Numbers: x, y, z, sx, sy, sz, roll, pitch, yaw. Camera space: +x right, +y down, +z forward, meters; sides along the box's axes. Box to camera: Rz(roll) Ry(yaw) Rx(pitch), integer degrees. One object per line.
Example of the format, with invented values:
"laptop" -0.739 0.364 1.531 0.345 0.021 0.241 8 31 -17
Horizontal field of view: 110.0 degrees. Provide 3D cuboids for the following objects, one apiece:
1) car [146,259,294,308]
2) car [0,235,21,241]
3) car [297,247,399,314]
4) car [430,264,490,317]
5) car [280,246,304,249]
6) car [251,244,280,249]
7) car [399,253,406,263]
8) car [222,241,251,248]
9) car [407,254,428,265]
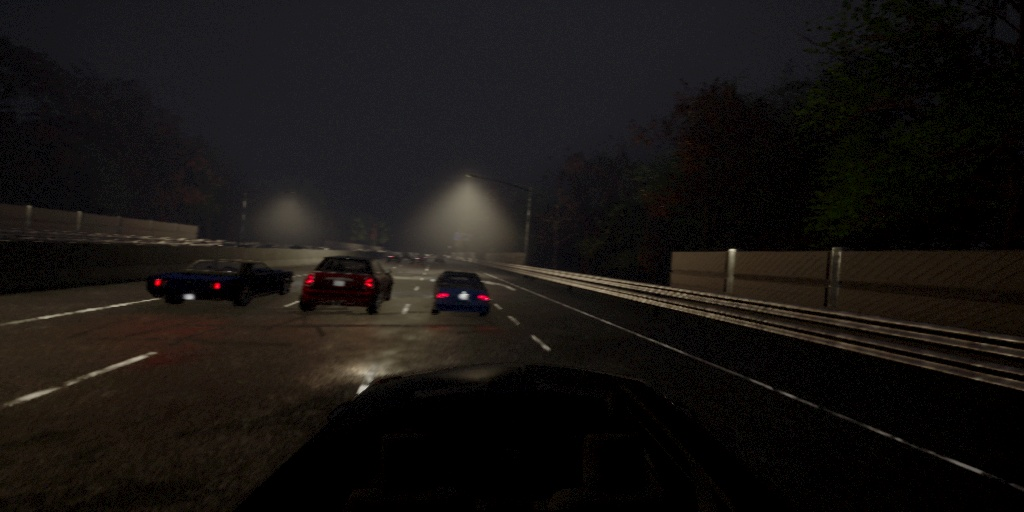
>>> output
"car" -8.751 0.747 11.402 1.895 1.301 4.718 5 -1 -12
"car" -19.848 -0.171 12.808 2.033 1.411 5.357 5 -1 -12
"car" -5.337 0.775 12.226 2.097 1.767 4.553 5 -1 -12
"car" -1.980 1.245 13.140 2.033 1.411 5.357 5 -1 -12
"car" -32.019 -0.798 53.285 1.837 1.490 4.892 5 0 -12
"car" -35.409 -1.027 52.483 2.033 1.411 5.357 5 -1 -12
"car" -18.221 0.301 55.601 2.128 1.511 4.902 5 -1 -12
"car" -38.519 -1.350 50.327 2.128 1.511 4.902 5 0 -12
"car" -14.832 0.577 56.422 2.128 1.511 4.902 5 -1 -12
